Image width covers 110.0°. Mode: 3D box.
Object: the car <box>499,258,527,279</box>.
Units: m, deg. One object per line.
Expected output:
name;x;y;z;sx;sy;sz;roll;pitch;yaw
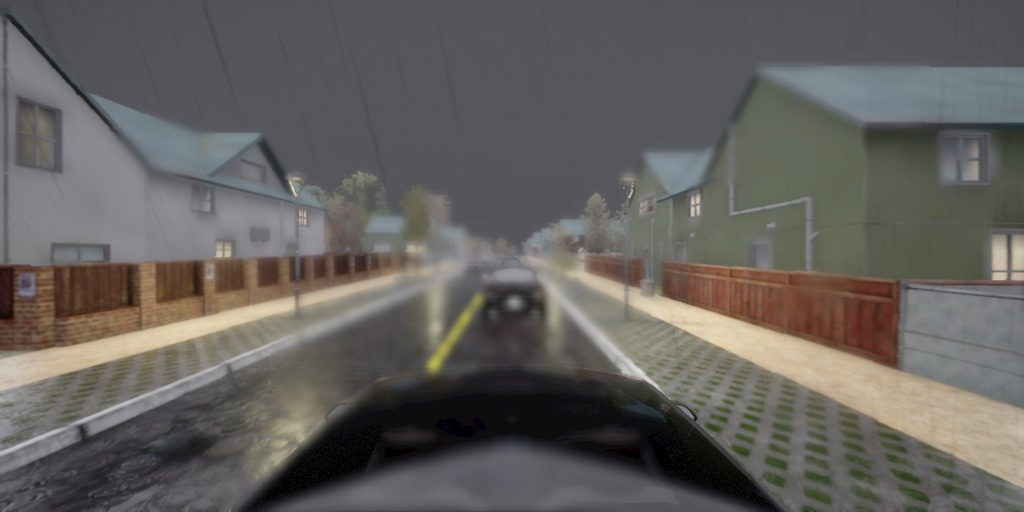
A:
car;0.086;0.880;27.093;1.994;1.385;4.181;0;1;0

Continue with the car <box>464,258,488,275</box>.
car;-2.827;0.831;30.145;1.994;1.385;4.181;0;1;0

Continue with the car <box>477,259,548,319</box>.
car;0.083;1.047;11.952;1.882;1.535;5.008;0;1;0
